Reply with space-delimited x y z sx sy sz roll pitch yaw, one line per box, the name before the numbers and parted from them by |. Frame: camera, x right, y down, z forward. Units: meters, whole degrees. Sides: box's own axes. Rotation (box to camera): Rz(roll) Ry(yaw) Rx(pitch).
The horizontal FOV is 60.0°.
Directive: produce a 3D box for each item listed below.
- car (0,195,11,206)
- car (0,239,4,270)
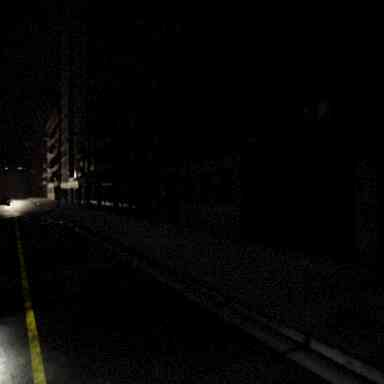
car | -27.982 1.222 49.091 2.097 1.767 4.553 0 0 -28
car | -5.546 1.467 7.696 1.882 1.535 5.008 0 0 -29
